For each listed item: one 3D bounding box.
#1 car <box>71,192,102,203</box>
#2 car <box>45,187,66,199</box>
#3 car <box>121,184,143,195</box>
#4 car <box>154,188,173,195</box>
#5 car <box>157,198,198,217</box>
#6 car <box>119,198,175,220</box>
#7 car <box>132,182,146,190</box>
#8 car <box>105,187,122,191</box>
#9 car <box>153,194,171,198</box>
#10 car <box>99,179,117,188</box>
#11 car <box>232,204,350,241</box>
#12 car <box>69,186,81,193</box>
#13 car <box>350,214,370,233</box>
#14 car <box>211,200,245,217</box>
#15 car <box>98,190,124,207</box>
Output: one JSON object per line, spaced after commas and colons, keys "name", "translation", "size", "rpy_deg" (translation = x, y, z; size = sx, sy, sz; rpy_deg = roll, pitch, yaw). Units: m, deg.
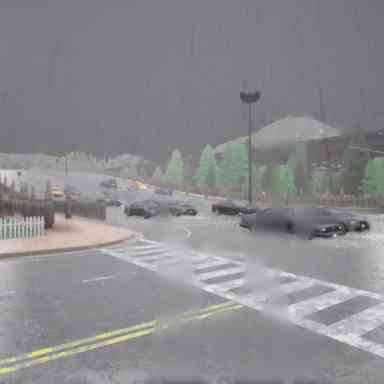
{"name": "car", "translation": [-13.040, 1.212, 40.402], "size": [1.837, 1.490, 4.892], "rpy_deg": [0, 2, -37]}
{"name": "car", "translation": [-21.390, 0.084, 51.567], "size": [1.882, 1.535, 5.008], "rpy_deg": [0, 6, -36]}
{"name": "car", "translation": [-11.517, -0.063, 61.984], "size": [1.895, 1.301, 4.718], "rpy_deg": [0, 7, -37]}
{"name": "car", "translation": [-5.677, -0.126, 65.866], "size": [2.128, 1.511, 4.902], "rpy_deg": [0, 7, -37]}
{"name": "car", "translation": [-1.328, 1.557, 30.753], "size": [1.994, 1.385, 4.181], "rpy_deg": [0, 0, -37]}
{"name": "car", "translation": [-3.968, 1.543, 28.441], "size": [2.033, 1.411, 5.357], "rpy_deg": [0, 0, -37]}
{"name": "car", "translation": [-11.943, -1.425, 74.037], "size": [1.882, 1.535, 5.008], "rpy_deg": [0, 7, -37]}
{"name": "car", "translation": [-13.377, 0.516, 52.539], "size": [1.837, 1.490, 4.892], "rpy_deg": [0, 5, -37]}
{"name": "car", "translation": [-4.104, 1.392, 40.200], "size": [1.882, 1.535, 5.008], "rpy_deg": [0, 1, -37]}
{"name": "car", "translation": [-17.640, -1.706, 70.007], "size": [2.150, 2.045, 5.566], "rpy_deg": [0, 7, -37]}
{"name": "car", "translation": [4.772, 1.548, 16.945], "size": [2.033, 1.411, 5.357], "rpy_deg": [0, 0, -37]}
{"name": "car", "translation": [-20.062, -0.181, 55.657], "size": [2.128, 1.511, 4.902], "rpy_deg": [0, 7, -36]}
{"name": "car", "translation": [7.694, 1.564, 18.882], "size": [1.994, 1.385, 4.181], "rpy_deg": [0, 0, -37]}
{"name": "car", "translation": [3.814, 1.474, 29.772], "size": [1.882, 1.535, 5.008], "rpy_deg": [0, 0, -37]}
{"name": "car", "translation": [-11.055, 0.987, 43.584], "size": [2.097, 1.767, 4.553], "rpy_deg": [0, 3, -37]}
